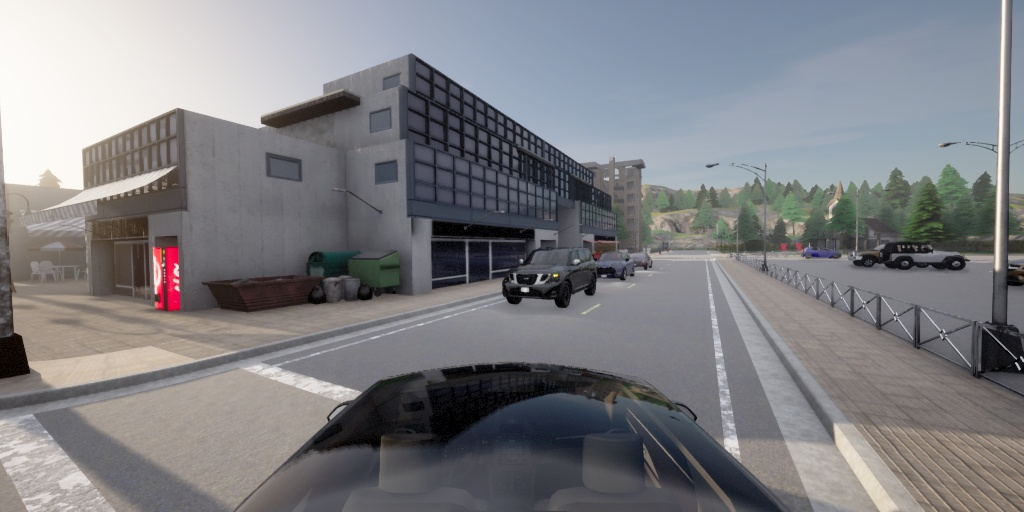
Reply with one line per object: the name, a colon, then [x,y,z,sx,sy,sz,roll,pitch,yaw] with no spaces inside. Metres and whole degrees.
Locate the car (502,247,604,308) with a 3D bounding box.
car: [1.719,0.665,14.017,2.150,2.045,5.566,0,2,28]

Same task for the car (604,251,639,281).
car: [6.369,0.513,22.685,2.097,1.767,4.553,0,2,28]

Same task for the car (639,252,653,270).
car: [11.209,0.394,31.700,1.812,1.442,4.674,0,2,28]
